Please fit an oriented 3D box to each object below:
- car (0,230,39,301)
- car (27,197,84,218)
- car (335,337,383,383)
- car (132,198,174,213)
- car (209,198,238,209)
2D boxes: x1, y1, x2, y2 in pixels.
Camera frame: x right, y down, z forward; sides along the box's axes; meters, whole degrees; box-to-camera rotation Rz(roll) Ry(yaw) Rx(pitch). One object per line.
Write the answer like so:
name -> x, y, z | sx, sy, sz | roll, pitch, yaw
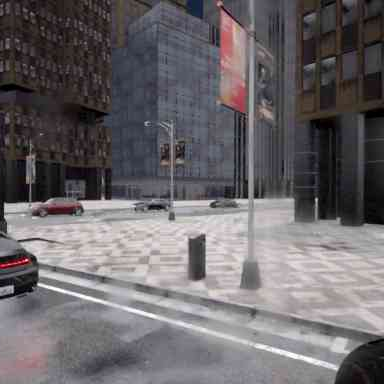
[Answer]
car -> -5.309, 1.502, 7.241 | 4.892, 1.490, 1.837 | 0, 0, 34
car -> -12.093, 1.286, 29.653 | 4.553, 1.767, 2.097 | 0, 0, -41
car -> 3.243, 1.478, 1.342 | 5.008, 1.535, 1.882 | 0, 0, 36
car -> -4.280, 1.432, 36.509 | 4.902, 1.511, 2.128 | 0, 0, -41
car -> 4.205, 1.516, 43.943 | 4.181, 1.385, 1.994 | 0, 0, -42
